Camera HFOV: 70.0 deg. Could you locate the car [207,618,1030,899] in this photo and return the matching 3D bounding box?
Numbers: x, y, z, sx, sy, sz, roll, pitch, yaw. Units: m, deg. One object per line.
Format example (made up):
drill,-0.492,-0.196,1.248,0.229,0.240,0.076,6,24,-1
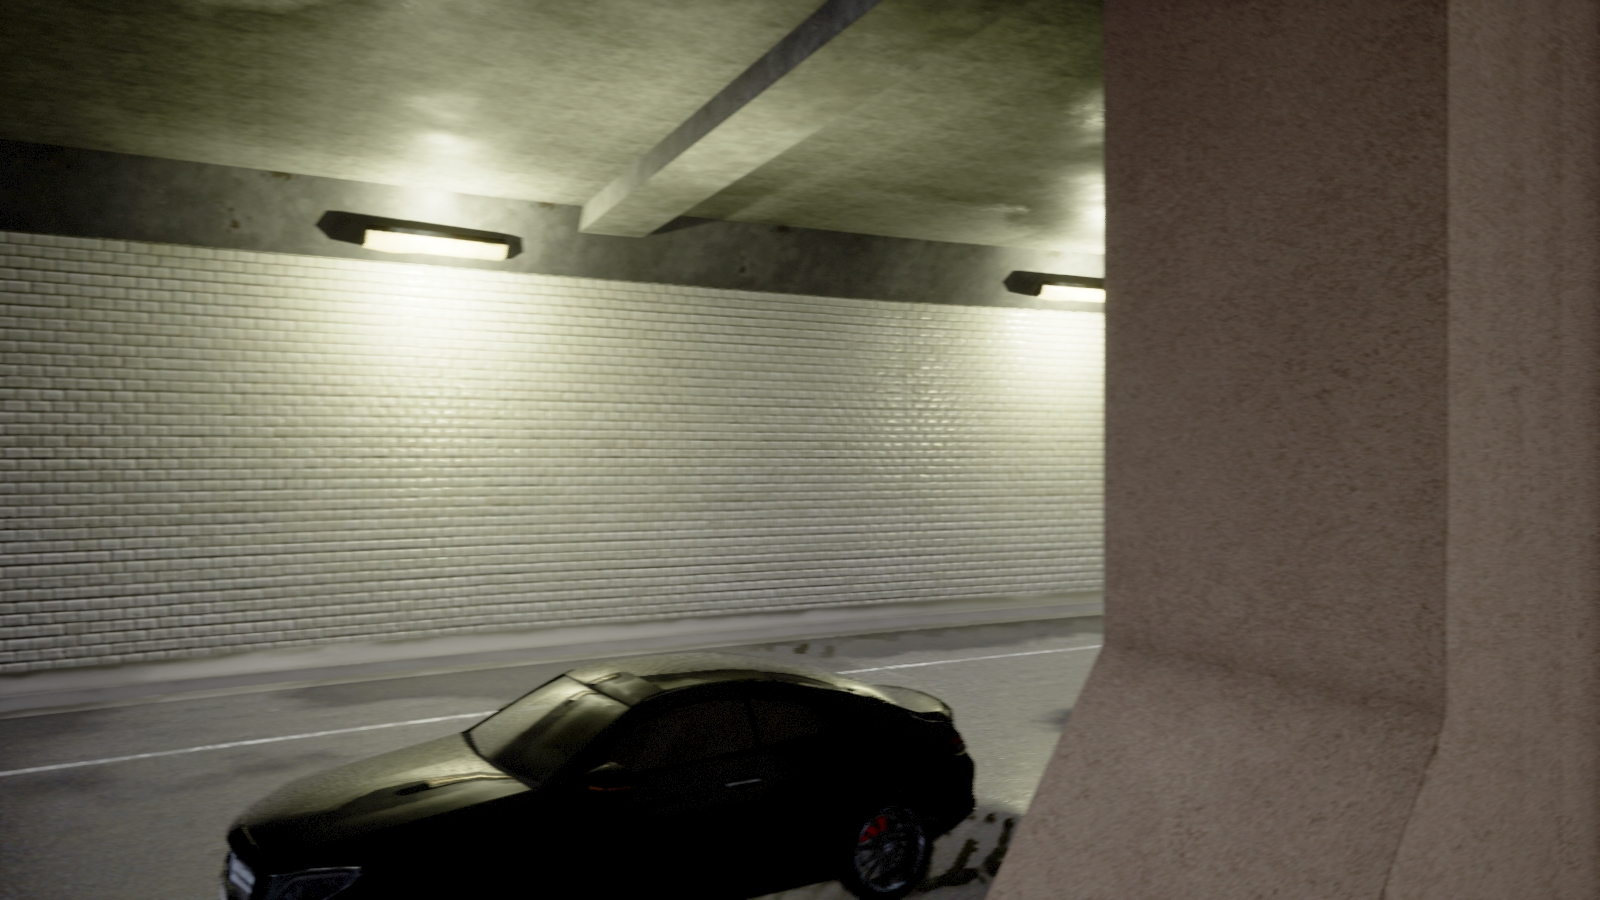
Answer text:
car,-1.006,2.080,7.144,4.674,1.442,2.002,0,0,-31
